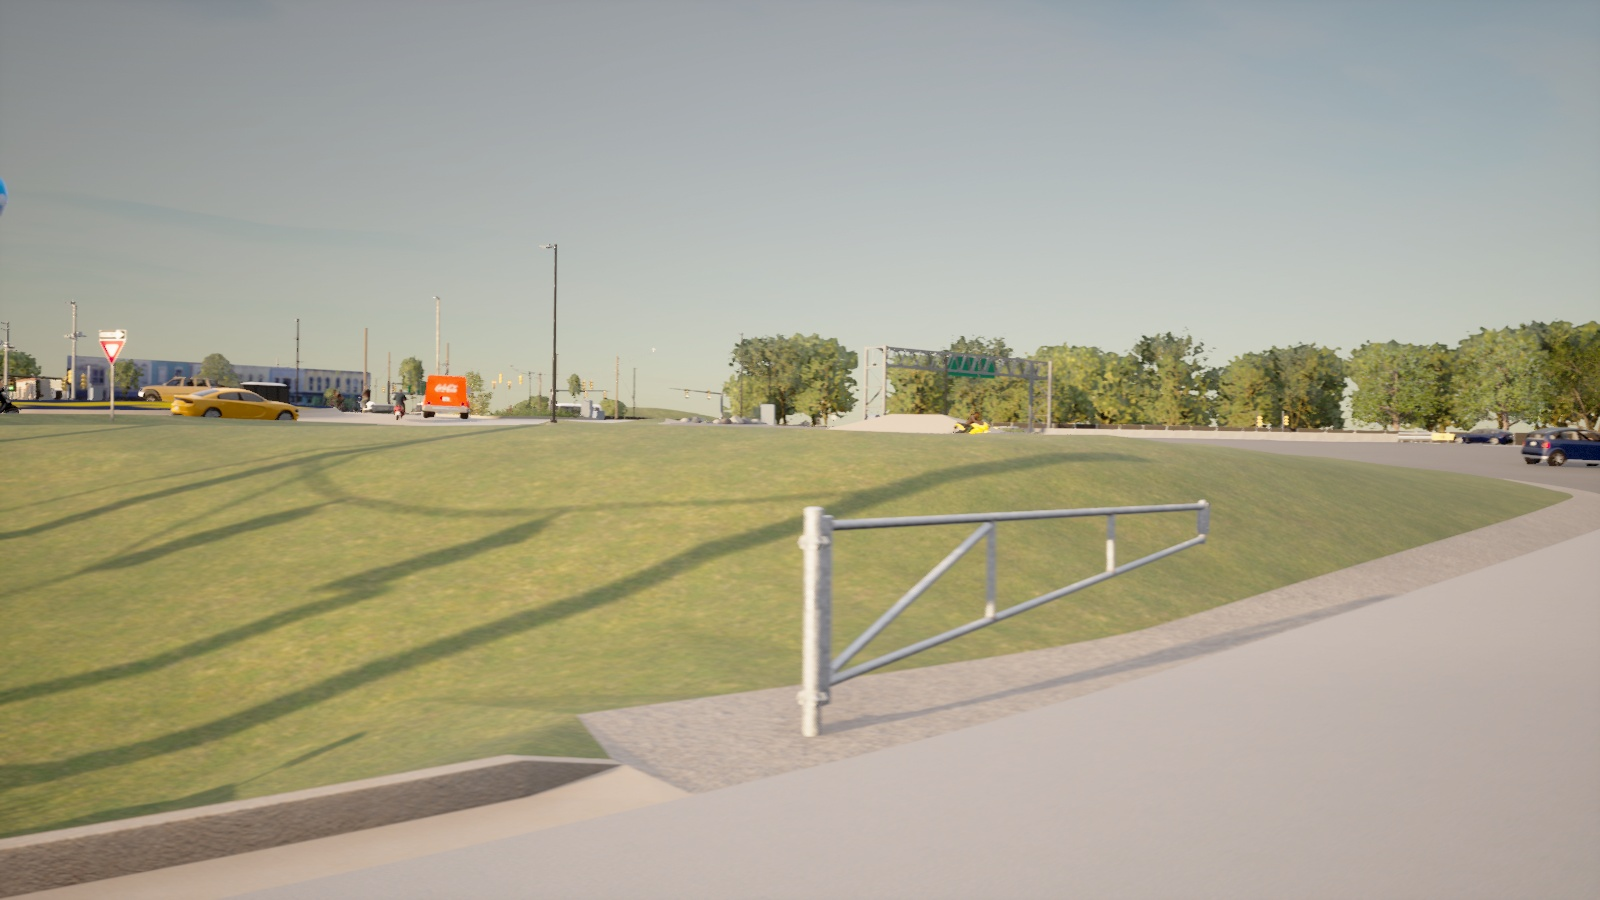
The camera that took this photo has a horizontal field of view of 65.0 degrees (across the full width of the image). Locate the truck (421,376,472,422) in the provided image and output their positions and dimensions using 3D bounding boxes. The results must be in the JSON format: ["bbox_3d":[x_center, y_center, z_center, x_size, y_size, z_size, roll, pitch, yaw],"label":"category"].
[{"bbox_3d":[-20.481,-2.991,72.871,2.627,2.467,5.204,2,2,-14],"label":"truck"}]

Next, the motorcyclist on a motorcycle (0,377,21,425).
[{"bbox_3d":[-27.753,-1.695,42.994,1.817,1.590,0.866,1,-1,-30],"label":"motorcyclist on a motorcycle"}]

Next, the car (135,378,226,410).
[{"bbox_3d":[-37.669,-3.405,76.444,4.605,1.855,1.932,1,1,-2],"label":"car"}]

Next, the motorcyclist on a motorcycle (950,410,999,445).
[{"bbox_3d":[7.856,-1.032,56.574,2.044,1.523,0.797,3,3,37],"label":"motorcyclist on a motorcycle"}]

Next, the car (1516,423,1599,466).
[{"bbox_3d":[31.096,-0.214,50.361,3.705,1.549,1.789,2,3,-3],"label":"car"}]

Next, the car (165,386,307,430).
[{"bbox_3d":[-23.422,-1.711,52.301,1.882,1.535,5.008,8,5,41],"label":"car"}]
